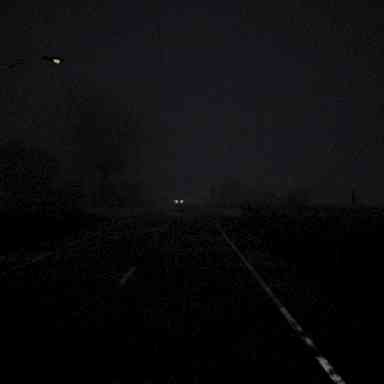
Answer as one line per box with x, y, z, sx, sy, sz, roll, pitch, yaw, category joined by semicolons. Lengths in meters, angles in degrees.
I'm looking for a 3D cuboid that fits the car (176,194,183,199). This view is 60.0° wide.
-3.518;1.335;93.625;1.812;1.442;4.674;0;0;0;car
